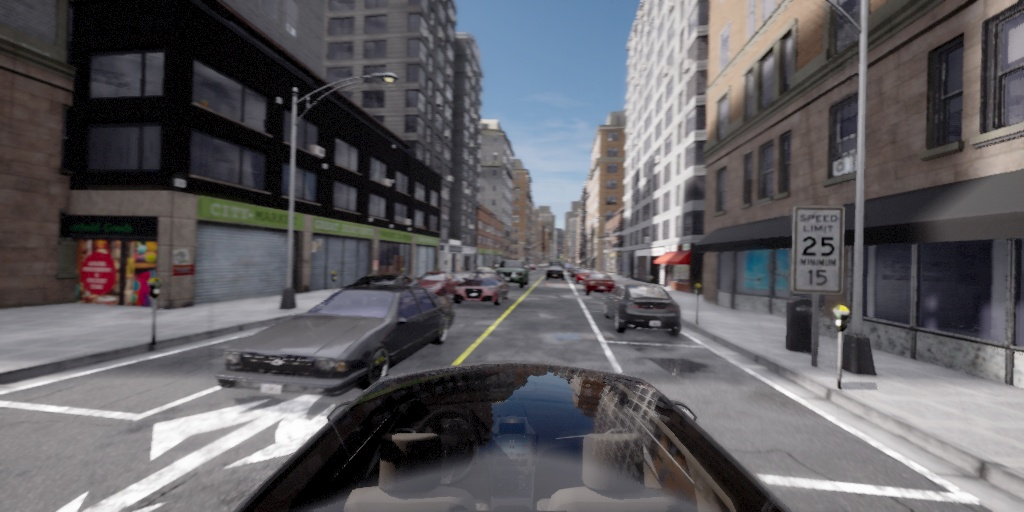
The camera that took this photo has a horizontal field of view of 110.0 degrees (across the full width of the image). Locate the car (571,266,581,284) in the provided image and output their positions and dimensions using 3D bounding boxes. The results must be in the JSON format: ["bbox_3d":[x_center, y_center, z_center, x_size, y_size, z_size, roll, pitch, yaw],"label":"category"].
[{"bbox_3d":[6.830,1.883,33.779,1.888,1.381,4.507,0,0,7],"label":"car"}]

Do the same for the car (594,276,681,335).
[{"bbox_3d":[3.927,1.526,11.322,2.007,1.370,4.403,0,0,7],"label":"car"}]

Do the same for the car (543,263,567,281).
[{"bbox_3d":[4.631,1.814,38.365,1.882,1.535,5.008,2,-1,8],"label":"car"}]

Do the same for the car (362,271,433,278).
[{"bbox_3d":[-4.524,1.312,12.421,1.948,1.339,4.313,0,0,7],"label":"car"}]

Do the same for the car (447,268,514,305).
[{"bbox_3d":[-1.327,1.455,16.962,1.994,1.385,4.181,2,-1,8],"label":"car"}]

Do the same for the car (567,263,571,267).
[{"bbox_3d":[9.007,2.078,50.621,1.967,1.591,4.097,0,0,7],"label":"car"}]

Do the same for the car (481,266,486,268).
[{"bbox_3d":[-2.367,1.540,29.097,1.751,1.417,4.829,0,0,7],"label":"car"}]

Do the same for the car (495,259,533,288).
[{"bbox_3d":[0.054,1.282,27.486,2.150,2.045,5.566,2,-1,8],"label":"car"}]

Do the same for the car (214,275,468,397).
[{"bbox_3d":[-2.612,1.286,7.052,2.033,1.411,5.357,2,-1,7],"label":"car"}]

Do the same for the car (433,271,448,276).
[{"bbox_3d":[-3.798,1.416,18.036,1.802,1.307,4.207,0,0,7],"label":"car"}]

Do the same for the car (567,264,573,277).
[{"bbox_3d":[8.281,2.101,45.008,1.948,1.339,4.313,0,0,7],"label":"car"}]

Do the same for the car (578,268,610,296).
[{"bbox_3d":[5.379,1.697,22.551,1.888,1.381,4.507,0,0,7],"label":"car"}]

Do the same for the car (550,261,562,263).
[{"bbox_3d":[5.925,1.741,48.639,2.150,2.045,5.566,2,-1,8],"label":"car"}]
